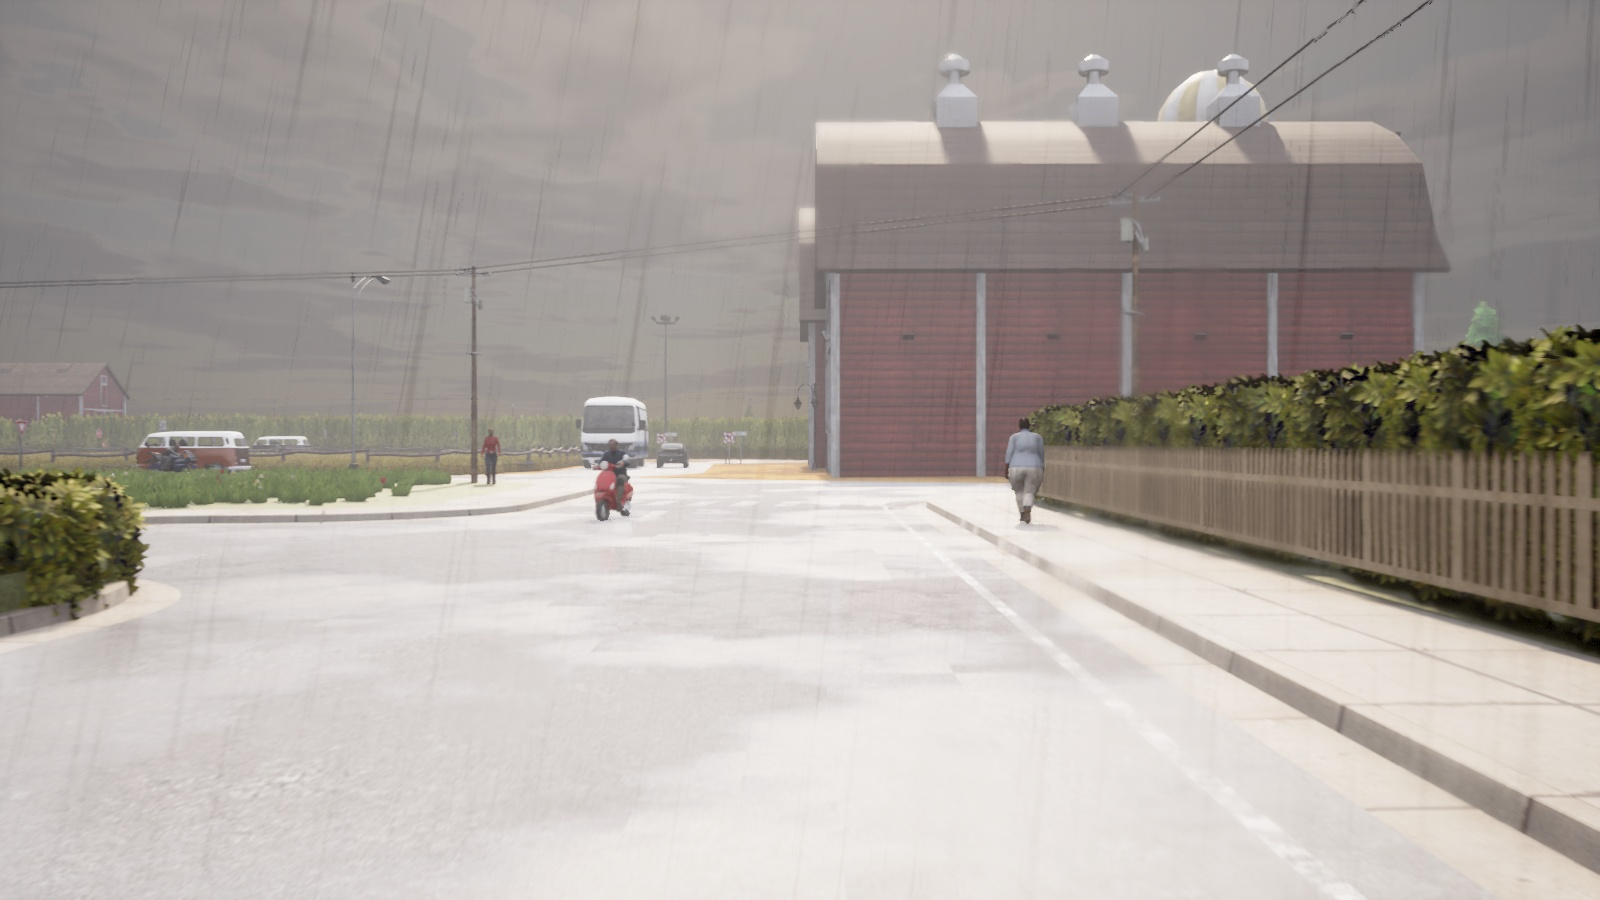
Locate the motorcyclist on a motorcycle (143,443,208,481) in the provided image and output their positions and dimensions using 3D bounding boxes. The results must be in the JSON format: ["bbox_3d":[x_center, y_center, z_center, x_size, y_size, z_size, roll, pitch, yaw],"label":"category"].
[{"bbox_3d":[-25.420,0.473,51.127,2.191,1.530,0.866,0,0,0],"label":"motorcyclist on a motorcycle"}]

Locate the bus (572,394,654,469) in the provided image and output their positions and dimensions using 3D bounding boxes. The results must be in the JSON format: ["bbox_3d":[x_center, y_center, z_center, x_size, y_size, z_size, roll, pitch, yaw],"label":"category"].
[{"bbox_3d":[-11.254,-1.071,76.556,3.944,4.253,10.273,0,0,-3],"label":"bus"}]

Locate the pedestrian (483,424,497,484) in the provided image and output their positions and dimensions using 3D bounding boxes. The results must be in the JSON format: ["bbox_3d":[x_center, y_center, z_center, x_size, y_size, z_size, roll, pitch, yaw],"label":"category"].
[{"bbox_3d":[-9.589,0.132,38.832,0.331,1.846,0.636,0,0,-6],"label":"pedestrian"}]

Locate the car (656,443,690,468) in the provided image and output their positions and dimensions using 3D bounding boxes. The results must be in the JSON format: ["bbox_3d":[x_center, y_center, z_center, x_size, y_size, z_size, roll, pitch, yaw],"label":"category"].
[{"bbox_3d":[-7.768,0.311,76.928,1.837,1.490,4.892,0,0,-3],"label":"car"}]

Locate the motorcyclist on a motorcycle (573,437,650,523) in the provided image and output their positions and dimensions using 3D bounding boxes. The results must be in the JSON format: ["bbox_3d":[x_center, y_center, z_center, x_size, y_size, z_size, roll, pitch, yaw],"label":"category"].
[{"bbox_3d":[-3.644,0.560,24.429,0.866,1.590,1.817,-2,0,12],"label":"motorcyclist on a motorcycle"}]

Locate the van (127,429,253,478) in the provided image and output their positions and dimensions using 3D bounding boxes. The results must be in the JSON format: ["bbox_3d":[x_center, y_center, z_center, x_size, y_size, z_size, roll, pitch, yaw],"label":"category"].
[{"bbox_3d":[-26.496,0.143,54.630,4.480,2.038,2.069,0,0,0],"label":"van"}]

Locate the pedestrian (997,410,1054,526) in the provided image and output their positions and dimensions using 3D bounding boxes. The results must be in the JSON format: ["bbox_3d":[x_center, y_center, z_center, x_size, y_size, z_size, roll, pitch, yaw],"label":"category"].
[{"bbox_3d":[3.683,0.289,20.597,0.874,1.855,0.900,0,0,8],"label":"pedestrian"}]
